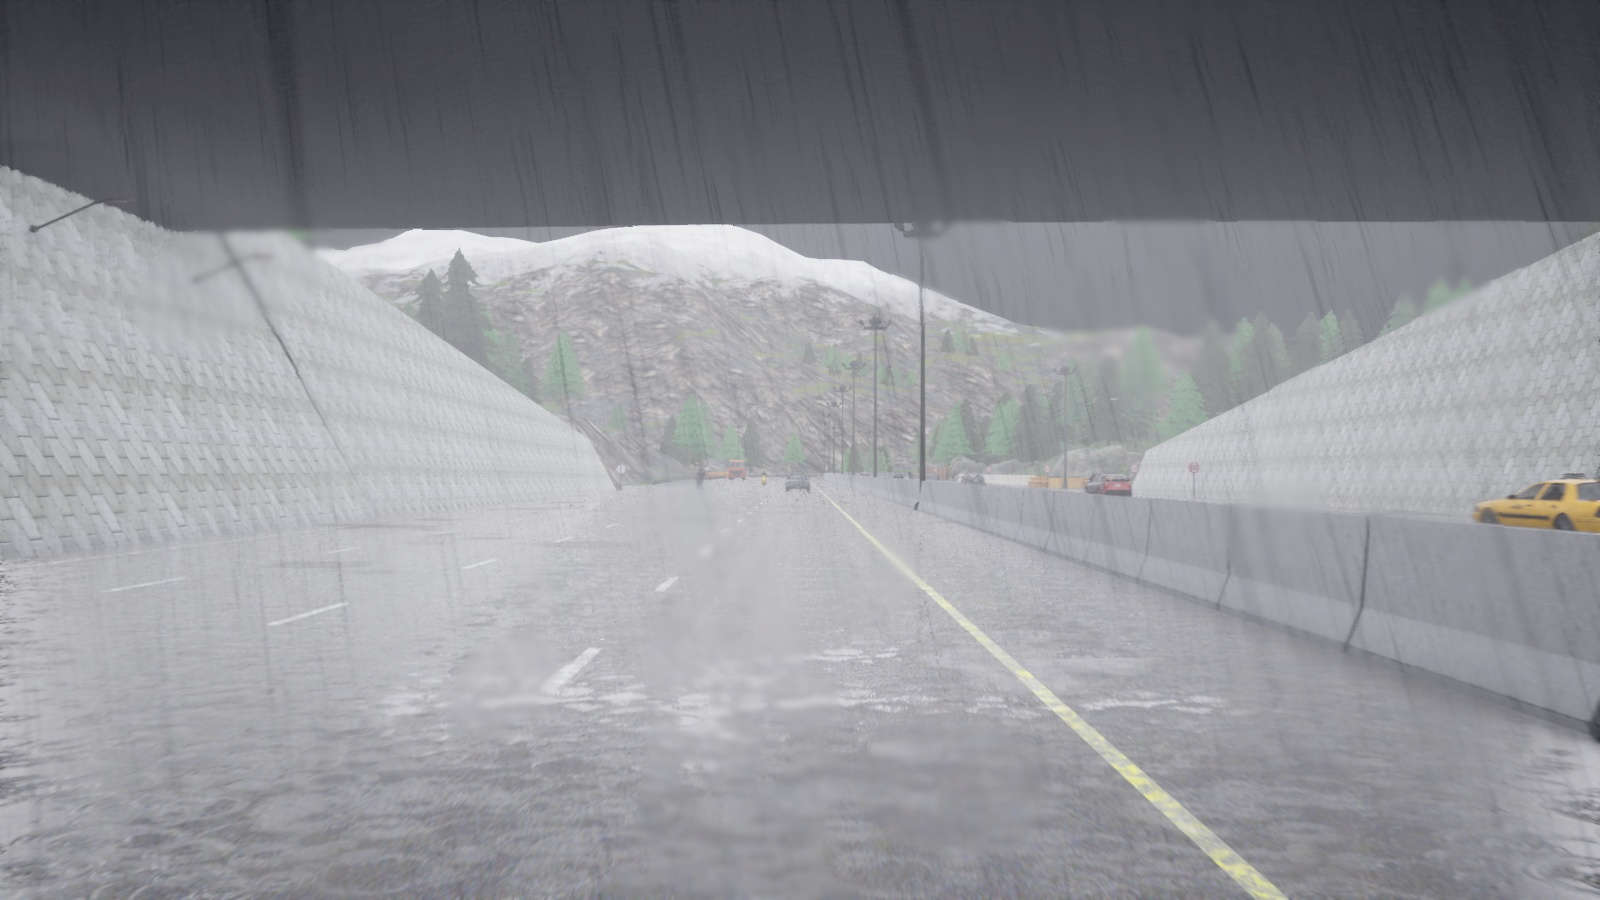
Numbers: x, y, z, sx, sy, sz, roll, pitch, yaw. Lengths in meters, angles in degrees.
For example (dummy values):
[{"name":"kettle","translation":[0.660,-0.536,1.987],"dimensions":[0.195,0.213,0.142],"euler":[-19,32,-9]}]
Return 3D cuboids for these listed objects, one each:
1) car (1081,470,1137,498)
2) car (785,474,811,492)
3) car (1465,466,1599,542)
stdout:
[{"name":"car","translation":[17.385,1.877,70.803],"dimensions":[2.007,1.525,4.514],"euler":[0,-1,0]},{"name":"car","translation":[-0.148,2.538,96.902],"dimensions":[1.895,1.301,4.718],"euler":[0,-1,0]},{"name":"car","translation":[17.440,1.162,28.543],"dimensions":[1.801,1.575,5.366],"euler":[0,-1,0]}]
